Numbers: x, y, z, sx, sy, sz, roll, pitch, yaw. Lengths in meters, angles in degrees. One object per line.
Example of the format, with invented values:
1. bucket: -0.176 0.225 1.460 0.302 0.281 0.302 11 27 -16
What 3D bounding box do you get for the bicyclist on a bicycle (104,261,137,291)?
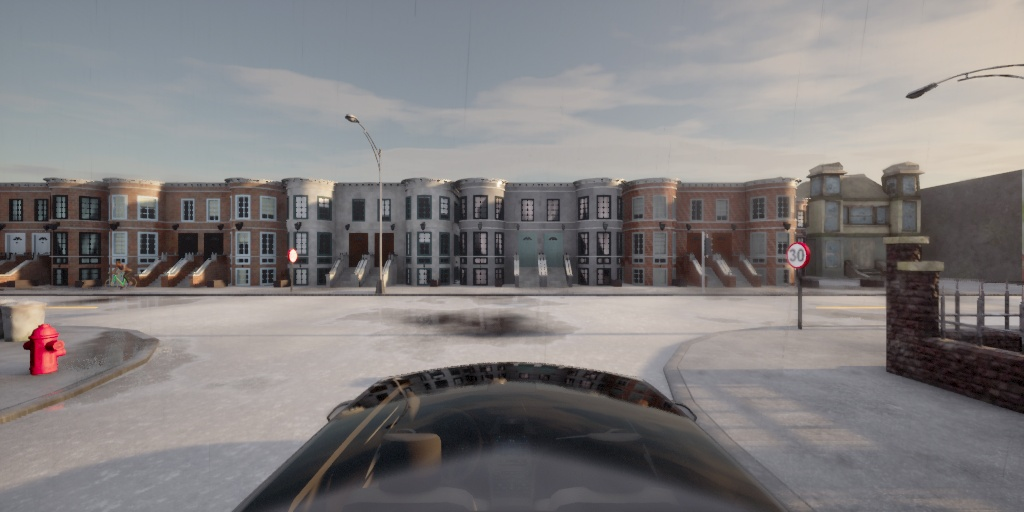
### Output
1. bicyclist on a bicycle: -21.801 1.099 20.000 0.582 1.620 1.656 0 0 0
